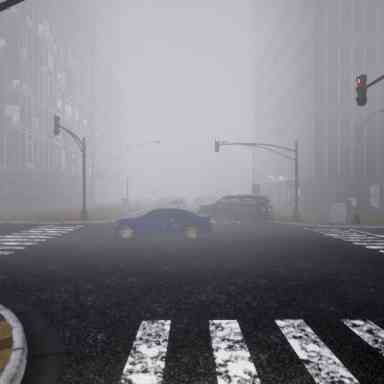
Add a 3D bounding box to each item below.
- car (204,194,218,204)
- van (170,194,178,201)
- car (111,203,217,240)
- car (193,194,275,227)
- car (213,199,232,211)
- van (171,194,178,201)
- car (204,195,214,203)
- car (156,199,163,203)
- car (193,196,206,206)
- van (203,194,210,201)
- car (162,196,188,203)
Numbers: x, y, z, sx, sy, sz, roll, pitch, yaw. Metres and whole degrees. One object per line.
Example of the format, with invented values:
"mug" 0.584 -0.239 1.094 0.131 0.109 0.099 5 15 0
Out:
"car" 3.603 1.313 63.949 2.192 1.841 5.009 0 0 0
"van" -4.395 1.321 80.476 1.690 1.788 3.998 0 0 0
"car" -1.491 1.487 16.614 5.008 1.535 1.882 0 0 -3
"car" 2.968 1.237 23.305 5.566 2.045 2.150 0 1 38
"car" 3.809 1.579 41.841 1.947 1.339 4.313 0 0 0
"van" -4.434 1.315 86.003 1.690 1.788 3.998 0 0 0
"car" 3.564 1.432 69.477 1.967 1.590 4.097 0 0 0
"car" -4.160 1.592 47.311 1.802 1.307 4.206 0 0 0
"car" 1.185 1.496 57.008 2.128 1.511 4.902 0 0 0
"van" 3.485 1.321 80.532 1.690 1.788 3.998 0 0 0
"car" -1.593 1.494 33.326 1.882 1.535 5.008 0 0 0
